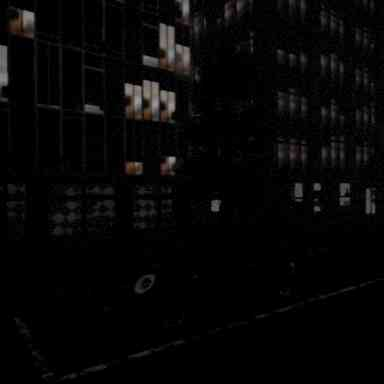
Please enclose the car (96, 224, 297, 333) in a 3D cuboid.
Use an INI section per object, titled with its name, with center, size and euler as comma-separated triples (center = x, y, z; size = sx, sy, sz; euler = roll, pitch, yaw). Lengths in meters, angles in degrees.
[car]
center = 0.201, 1.437, 6.713
size = 4.097, 1.590, 1.967
euler = 0, 0, -36
